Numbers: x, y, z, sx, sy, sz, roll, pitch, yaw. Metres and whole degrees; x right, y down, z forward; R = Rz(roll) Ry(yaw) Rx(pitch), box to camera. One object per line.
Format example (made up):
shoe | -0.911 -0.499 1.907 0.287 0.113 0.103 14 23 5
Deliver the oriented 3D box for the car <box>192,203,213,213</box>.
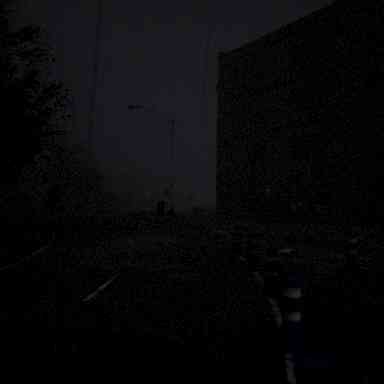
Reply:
car | 1.418 2.695 53.830 2.002 1.452 4.674 3 -3 19

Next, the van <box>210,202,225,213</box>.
van | 4.919 3.112 64.367 1.878 1.987 4.442 1 -3 19

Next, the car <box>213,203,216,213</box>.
car | 3.138 3.022 59.040 2.163 1.488 4.792 1 -3 19
